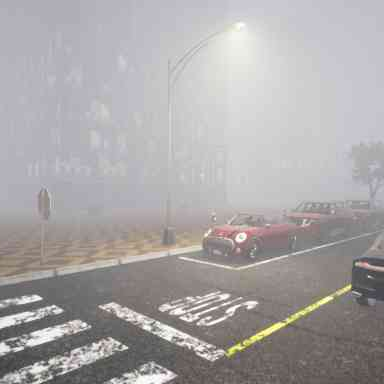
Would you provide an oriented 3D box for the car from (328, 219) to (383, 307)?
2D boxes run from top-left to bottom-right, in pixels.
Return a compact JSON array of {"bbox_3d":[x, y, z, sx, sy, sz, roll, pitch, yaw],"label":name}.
[{"bbox_3d":[4.990,1.495,7.003,4.902,1.511,2.128,0,0,-45],"label":"car"}]

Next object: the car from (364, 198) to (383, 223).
[{"bbox_3d":[10.227,1.327,20.261,5.009,1.841,2.192,0,0,-45],"label":"car"}]

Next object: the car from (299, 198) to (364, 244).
[{"bbox_3d":[6.231,1.325,16.271,5.009,1.841,2.192,0,0,-45],"label":"car"}]

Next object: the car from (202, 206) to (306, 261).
[{"bbox_3d":[2.234,1.448,12.283,4.097,1.590,1.967,0,0,-45],"label":"car"}]
